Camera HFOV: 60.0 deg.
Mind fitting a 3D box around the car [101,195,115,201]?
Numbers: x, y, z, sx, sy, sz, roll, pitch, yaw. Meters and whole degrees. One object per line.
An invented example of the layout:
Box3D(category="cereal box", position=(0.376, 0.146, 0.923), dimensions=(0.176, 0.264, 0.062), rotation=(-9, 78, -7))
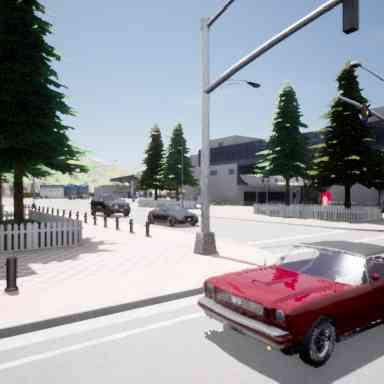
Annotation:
Box3D(category="car", position=(-20.906, 1.410, 82.804), dimensions=(1.970, 1.475, 3.806), rotation=(0, 0, -37))

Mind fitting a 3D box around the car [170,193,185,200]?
Box3D(category="car", position=(-3.872, 1.129, 86.033), dimensions=(1.932, 1.855, 4.605), rotation=(0, 0, -37))

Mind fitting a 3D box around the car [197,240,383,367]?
Box3D(category="car", position=(2.441, 1.603, 5.882), dimensions=(4.718, 1.301, 1.895), rotation=(0, 0, -34))

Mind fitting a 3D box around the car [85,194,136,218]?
Box3D(category="car", position=(-7.819, 1.240, 31.416), dimensions=(2.150, 2.045, 5.566), rotation=(0, 0, -37))

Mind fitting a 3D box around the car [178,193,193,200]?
Box3D(category="car", position=(-1.784, 1.109, 88.096), dimensions=(1.905, 1.878, 3.866), rotation=(0, 0, -37))

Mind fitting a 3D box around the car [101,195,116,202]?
Box3D(category="car", position=(-18.877, 1.398, 75.069), dimensions=(1.845, 1.501, 3.633), rotation=(0, 0, -37))

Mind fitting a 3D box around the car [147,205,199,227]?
Box3D(category="car", position=(-1.382, 1.583, 22.901), dimensions=(1.994, 1.385, 4.181), rotation=(0, 0, -37))
